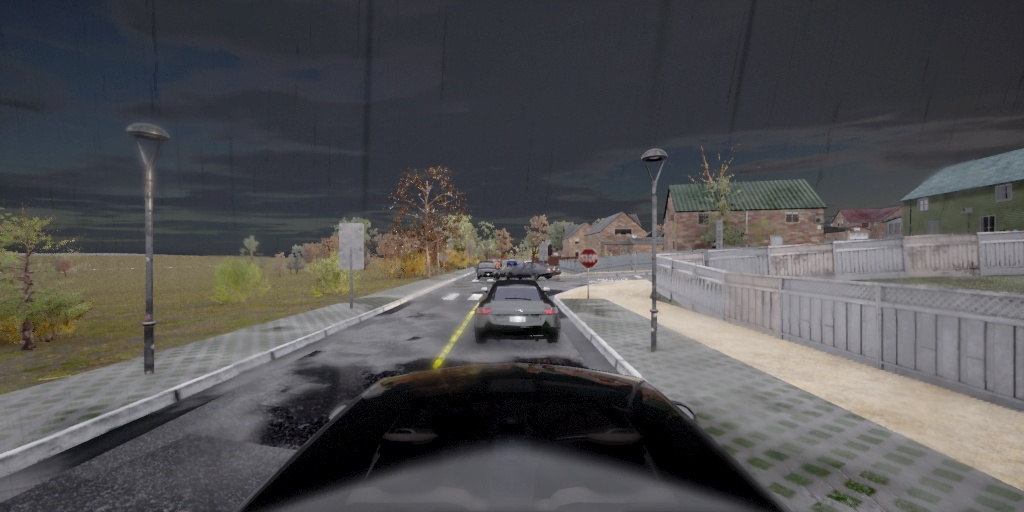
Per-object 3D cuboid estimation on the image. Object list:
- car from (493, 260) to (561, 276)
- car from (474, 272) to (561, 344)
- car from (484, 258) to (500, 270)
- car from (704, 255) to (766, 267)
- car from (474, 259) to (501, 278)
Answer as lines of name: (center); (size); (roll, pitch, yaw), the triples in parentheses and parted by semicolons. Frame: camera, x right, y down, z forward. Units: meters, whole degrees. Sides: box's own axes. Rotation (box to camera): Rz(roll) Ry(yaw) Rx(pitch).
car: (1.329, 1.197, 28.644); (5.357, 1.411, 2.033); (-4, -3, 43)
car: (0.100, 1.313, 9.630); (1.994, 1.385, 4.181); (0, 0, -1)
car: (-2.858, 1.121, 51.994); (2.097, 1.767, 4.553); (0, 0, 1)
car: (14.381, 0.413, 23.024); (4.181, 1.385, 1.994); (-3, 0, 16)
car: (-2.259, 1.257, 31.555); (1.837, 1.490, 4.892); (0, 0, -8)
